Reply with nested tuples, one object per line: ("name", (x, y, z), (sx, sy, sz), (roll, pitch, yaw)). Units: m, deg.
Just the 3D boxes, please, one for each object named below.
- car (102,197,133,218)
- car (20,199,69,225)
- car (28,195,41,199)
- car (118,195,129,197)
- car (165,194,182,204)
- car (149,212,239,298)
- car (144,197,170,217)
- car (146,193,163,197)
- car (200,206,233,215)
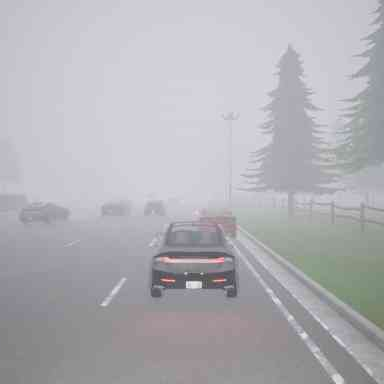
("car", (-6.899, 1.477, 30.715), (1.882, 1.535, 5.008), (0, 0, 0))
("car", (-10.400, 1.492, 23.849), (2.128, 1.511, 4.902), (0, 0, 0))
("car", (-39.468, 1.525, 83.085), (2.128, 1.511, 4.902), (0, 0, -44))
("car", (-10.400, 1.351, 51.200), (2.097, 1.767, 4.553), (0, 0, 0))
("car", (-3.398, 1.477, 61.921), (1.882, 1.535, 5.008), (0, 0, 0))
("car", (0.052, 1.492, 8.529), (2.128, 1.511, 4.902), (0, 0, 0))
("car", (-3.400, 1.505, 31.595), (1.837, 1.490, 4.892), (0, 0, 0))
("car", (-6.900, 1.223, 58.584), (2.150, 2.045, 5.566), (0, 0, 0))
("car", (1.225, 1.478, 17.871), (1.882, 1.535, 5.008), (0, 0, 0))
